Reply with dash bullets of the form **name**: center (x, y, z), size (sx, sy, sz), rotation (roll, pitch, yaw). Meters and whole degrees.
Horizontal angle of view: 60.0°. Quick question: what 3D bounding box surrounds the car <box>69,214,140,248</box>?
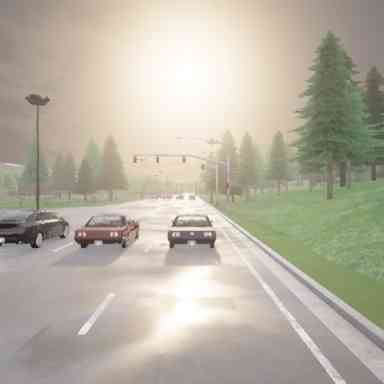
- **car**: center (-3.500, 1.616, 14.680), size (1.895, 1.301, 4.718), rotation (0, 0, 0)

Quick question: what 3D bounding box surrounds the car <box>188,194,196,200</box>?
- **car**: center (0.000, 1.455, 93.888), size (1.994, 1.385, 4.181), rotation (0, 0, 0)

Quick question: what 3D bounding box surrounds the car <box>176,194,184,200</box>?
- **car**: center (-3.500, 1.455, 93.888), size (1.994, 1.385, 4.181), rotation (0, 0, 0)

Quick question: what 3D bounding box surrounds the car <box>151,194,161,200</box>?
- **car**: center (-10.500, 1.424, 93.472), size (2.033, 1.411, 5.357), rotation (0, 0, 0)

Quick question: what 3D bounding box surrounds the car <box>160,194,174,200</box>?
- **car**: center (-7.000, 1.424, 93.472), size (2.033, 1.411, 5.357), rotation (0, 0, 0)

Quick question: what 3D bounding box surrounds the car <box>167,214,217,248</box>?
- **car**: center (0.000, 1.616, 14.680), size (1.895, 1.301, 4.718), rotation (0, 0, 0)

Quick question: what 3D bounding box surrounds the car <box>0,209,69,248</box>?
- **car**: center (-7.000, 1.516, 14.650), size (1.837, 1.490, 4.892), rotation (0, 0, 0)
